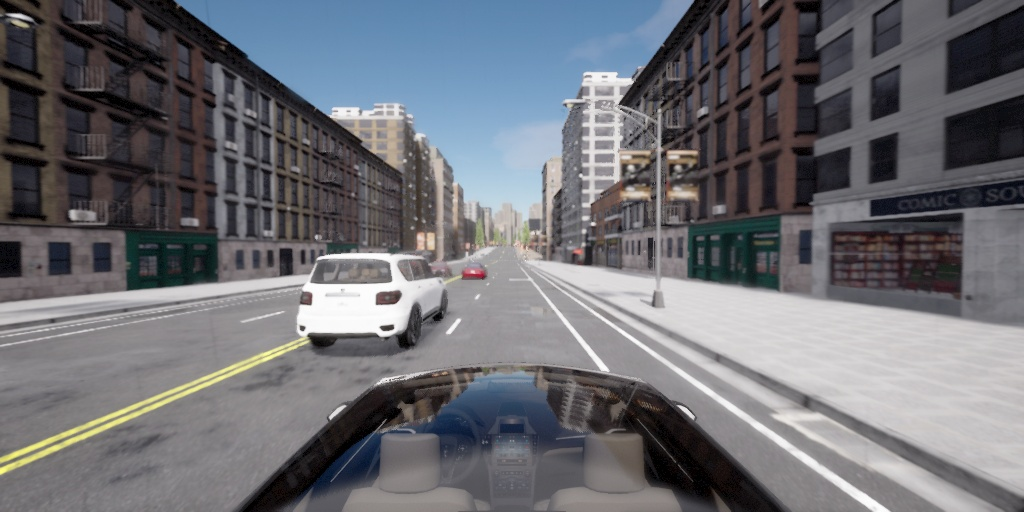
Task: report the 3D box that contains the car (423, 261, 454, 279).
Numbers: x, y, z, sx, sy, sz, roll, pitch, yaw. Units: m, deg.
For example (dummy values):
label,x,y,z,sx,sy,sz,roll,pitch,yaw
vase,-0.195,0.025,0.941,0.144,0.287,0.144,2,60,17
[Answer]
label,x,y,z,sx,sy,sz,roll,pitch,yaw
car,-6.597,1.229,32.643,1.812,1.442,4.674,0,0,0

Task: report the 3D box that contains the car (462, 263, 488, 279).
label,x,y,z,sx,sy,sz,roll,pitch,yaw
car,-3.201,1.264,31.447,1.994,1.385,4.181,0,0,0

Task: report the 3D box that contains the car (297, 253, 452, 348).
label,x,y,z,sx,sy,sz,roll,pitch,yaw
car,-3.161,0.960,9.356,2.150,2.045,5.566,0,0,0

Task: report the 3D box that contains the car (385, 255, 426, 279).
label,x,y,z,sx,sy,sz,roll,pitch,yaw
car,-9.844,0.930,33.646,2.150,2.045,5.566,0,0,0
